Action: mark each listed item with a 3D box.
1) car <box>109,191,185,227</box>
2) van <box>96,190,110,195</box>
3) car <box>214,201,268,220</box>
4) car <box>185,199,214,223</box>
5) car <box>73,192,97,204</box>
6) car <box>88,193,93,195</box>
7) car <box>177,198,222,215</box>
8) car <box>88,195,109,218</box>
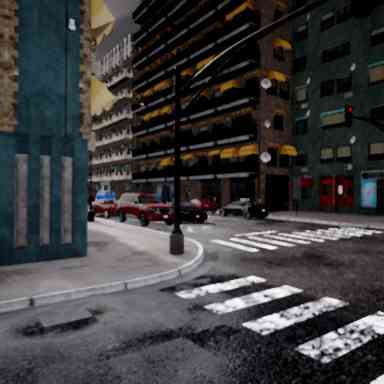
[{"bbox_3d":[-2.927,1.013,20.520,2.192,1.841,5.009,1,0,-36],"label":"car"},{"bbox_3d":[-12.445,0.687,47.965,1.690,1.788,3.998,1,0,-36],"label":"van"},{"bbox_3d":[3.878,1.314,25.400,1.947,1.339,4.313,1,0,-36],"label":"car"},{"bbox_3d":[-0.807,1.278,21.979,1.994,1.385,4.181,0,1,-36],"label":"car"},{"bbox_3d":[-15.328,0.790,47.423,1.882,1.535,5.008,0,1,-36],"label":"car"},{"bbox_3d":[-13.543,0.752,39.613,2.097,1.767,4.553,0,1,-36],"label":"car"},{"bbox_3d":[0.613,1.249,29.913,1.802,1.307,4.206,1,0,-36],"label":"car"},{"bbox_3d":[-6.199,1.162,25.033,1.887,1.381,4.507,1,0,-36],"label":"car"}]
